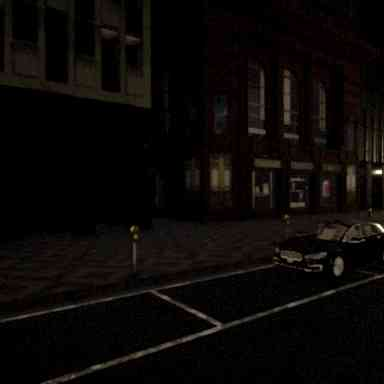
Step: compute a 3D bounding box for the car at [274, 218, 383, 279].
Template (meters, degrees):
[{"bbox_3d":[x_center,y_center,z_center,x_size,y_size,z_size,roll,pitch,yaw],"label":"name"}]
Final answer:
[{"bbox_3d":[4.266,1.491,9.746,4.403,1.369,2.008,-1,0,-36],"label":"car"}]
